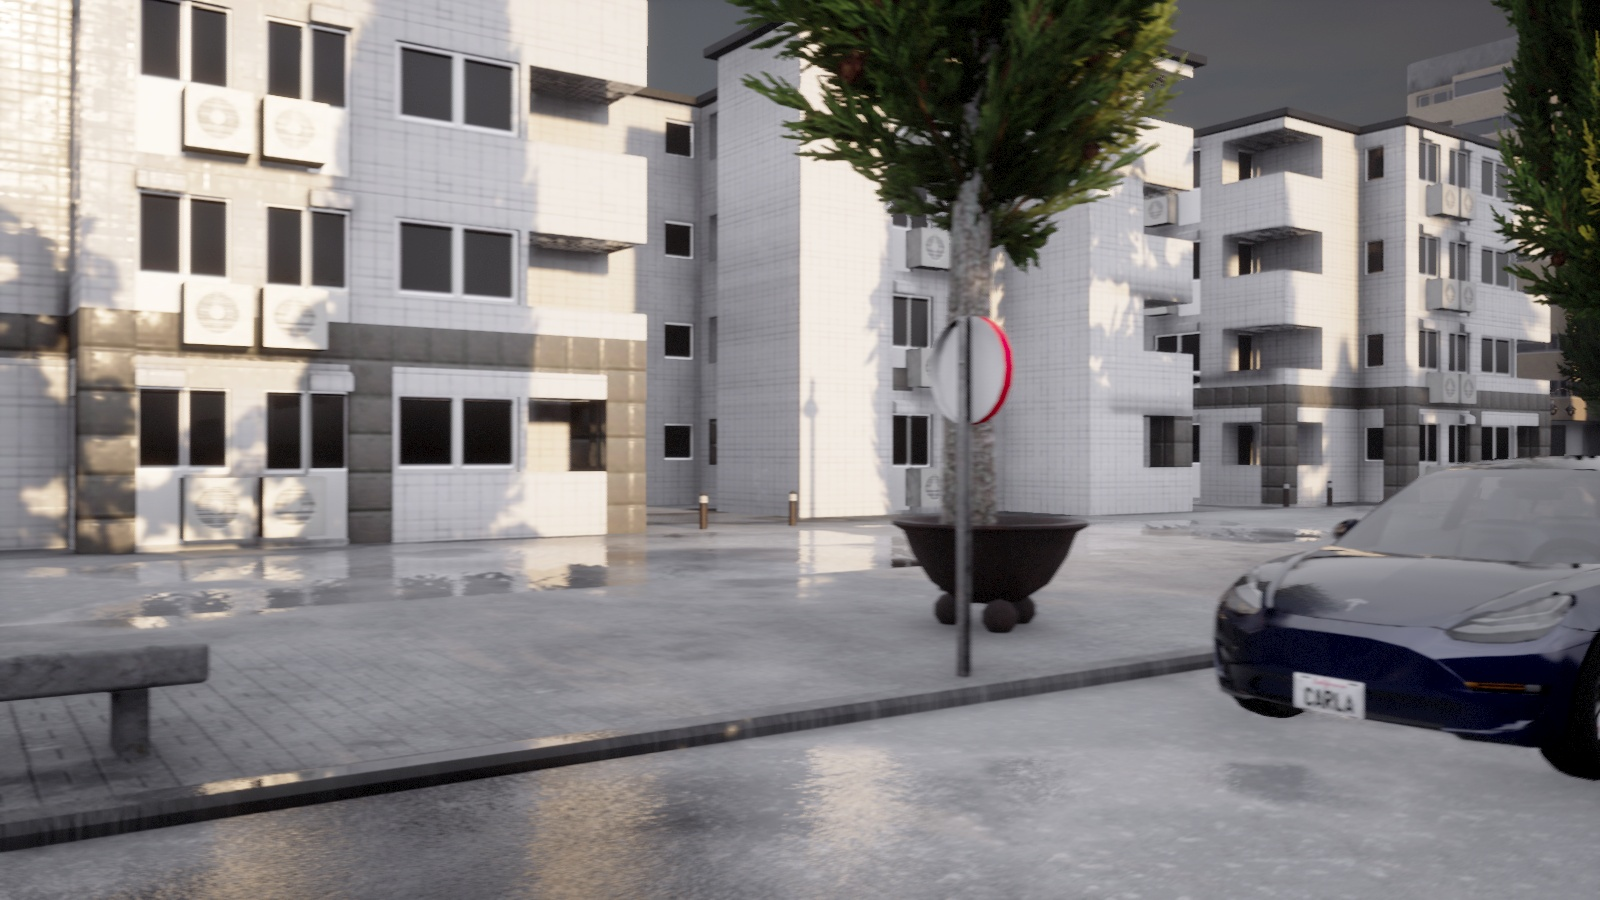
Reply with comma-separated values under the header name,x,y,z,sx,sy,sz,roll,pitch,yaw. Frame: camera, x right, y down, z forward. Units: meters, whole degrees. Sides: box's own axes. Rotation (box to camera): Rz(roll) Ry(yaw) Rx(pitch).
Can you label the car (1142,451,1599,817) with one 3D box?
name,x,y,z,sx,sy,sz,roll,pitch,yaw
car,4.463,0.753,7.375,4.792,1.488,2.163,0,0,-35
